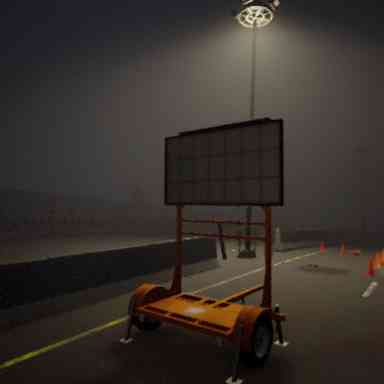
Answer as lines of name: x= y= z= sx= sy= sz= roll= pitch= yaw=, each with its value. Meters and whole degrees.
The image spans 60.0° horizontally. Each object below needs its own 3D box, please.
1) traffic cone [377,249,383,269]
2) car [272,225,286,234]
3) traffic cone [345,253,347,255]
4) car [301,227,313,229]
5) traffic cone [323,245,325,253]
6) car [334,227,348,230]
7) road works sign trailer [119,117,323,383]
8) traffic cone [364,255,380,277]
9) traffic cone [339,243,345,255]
traffic cone: x=6.966 y=2.548 z=12.436 sx=0.340 sy=0.580 sz=0.340 roll=-1 pitch=-4 yaw=35
car: x=12.082 y=5.330 z=46.562 sx=1.812 sy=1.442 sz=4.674 roll=-1 pitch=-6 yaw=35
traffic cone: x=8.051 y=2.984 z=16.489 sx=0.580 sy=0.340 sz=0.340 roll=-1 pitch=-5 yaw=31
car: x=15.646 y=5.427 z=45.529 sx=1.994 sy=1.385 sz=4.181 roll=-1 pitch=-7 yaw=35
traffic cone: x=6.828 y=2.898 z=17.420 sx=0.340 sy=0.580 sz=0.340 roll=-1 pitch=-5 yaw=35
car: x=20.880 y=5.714 z=46.840 sx=1.837 sy=1.490 sz=4.892 roll=-1 pitch=-7 yaw=36
road works sign trailer: x=0.576 y=0.638 z=5.867 sx=2.380 sy=3.560 sz=2.880 roll=-1 pitch=-3 yaw=38
traffic cone: x=5.814 y=2.424 z=10.811 sx=0.340 sy=0.580 sz=0.340 roll=-1 pitch=-4 yaw=35
traffic cone: x=7.644 y=2.880 z=16.844 sx=0.340 sy=0.580 sz=0.340 roll=-1 pitch=-5 yaw=35
